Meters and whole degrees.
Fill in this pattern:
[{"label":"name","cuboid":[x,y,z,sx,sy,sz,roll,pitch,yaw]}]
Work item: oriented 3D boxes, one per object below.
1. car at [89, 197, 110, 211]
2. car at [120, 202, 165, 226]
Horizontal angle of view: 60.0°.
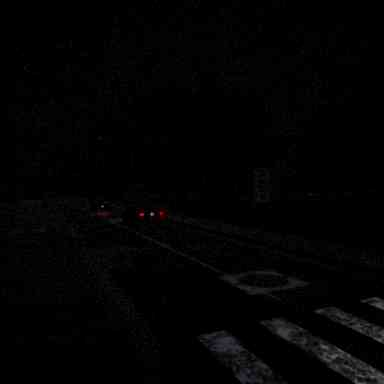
[{"label":"car","cuboid":[-10.943,1.344,39.237,1.837,1.490,4.892,-2,1,-24]},{"label":"car","cuboid":[-3.386,1.385,22.088,2.033,1.411,5.357,-2,1,-23]}]
